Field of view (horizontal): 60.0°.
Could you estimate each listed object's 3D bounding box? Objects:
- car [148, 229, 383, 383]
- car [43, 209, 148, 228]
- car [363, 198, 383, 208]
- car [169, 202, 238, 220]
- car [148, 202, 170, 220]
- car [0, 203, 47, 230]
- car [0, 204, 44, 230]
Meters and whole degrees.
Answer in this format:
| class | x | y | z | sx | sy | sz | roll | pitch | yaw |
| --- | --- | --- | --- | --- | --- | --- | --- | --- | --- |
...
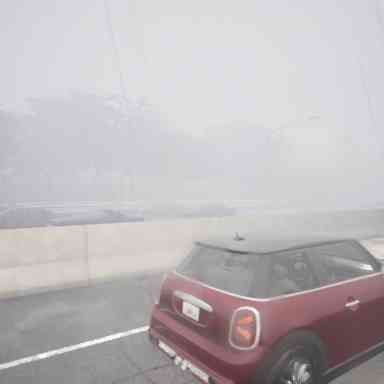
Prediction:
| class | x | y | z | sx | sy | sz | roll | pitch | yaw |
| --- | --- | --- | --- | --- | --- | --- | --- | --- | --- |
| car | 1.717 | 1.351 | 4.964 | 4.553 | 1.767 | 2.097 | 0 | 0 | -35 |
| car | -5.015 | 1.598 | 17.602 | 4.718 | 1.301 | 1.895 | 0 | 0 | -35 |
| car | 26.802 | 1.571 | 48.514 | 4.674 | 1.442 | 1.812 | 0 | 0 | -34 |
| car | 1.228 | 1.549 | 26.319 | 5.357 | 1.411 | 2.033 | 0 | 0 | -35 |
| car | -2.037 | 1.563 | 28.064 | 4.181 | 1.385 | 1.994 | 0 | 0 | -36 |
| car | -11.814 | 1.489 | 20.438 | 4.902 | 1.511 | 2.128 | 0 | 0 | -39 |
| car | -9.483 | 1.545 | 18.599 | 5.357 | 1.411 | 2.033 | 0 | 0 | -35 |
